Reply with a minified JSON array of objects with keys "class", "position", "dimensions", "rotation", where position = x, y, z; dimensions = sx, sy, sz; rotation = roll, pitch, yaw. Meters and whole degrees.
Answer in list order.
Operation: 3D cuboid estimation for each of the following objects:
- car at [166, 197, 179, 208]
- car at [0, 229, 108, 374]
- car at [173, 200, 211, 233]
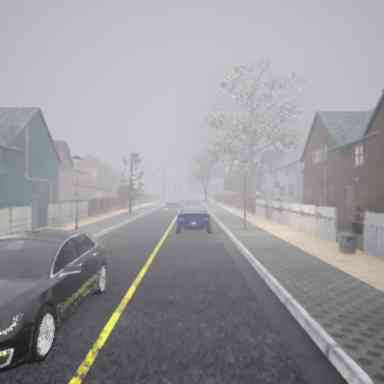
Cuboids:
[{"class":"car","position":[-2.766,1.488,48.518],"dimensions":[1.882,1.535,5.008],"rotation":[0,0,0]},{"class":"car","position":[-2.853,1.503,5.924],"dimensions":[1.837,1.490,4.892],"rotation":[0,0,0]},{"class":"car","position":[0.094,1.470,19.766],"dimensions":[1.882,1.535,5.008],"rotation":[0,0,0]}]
